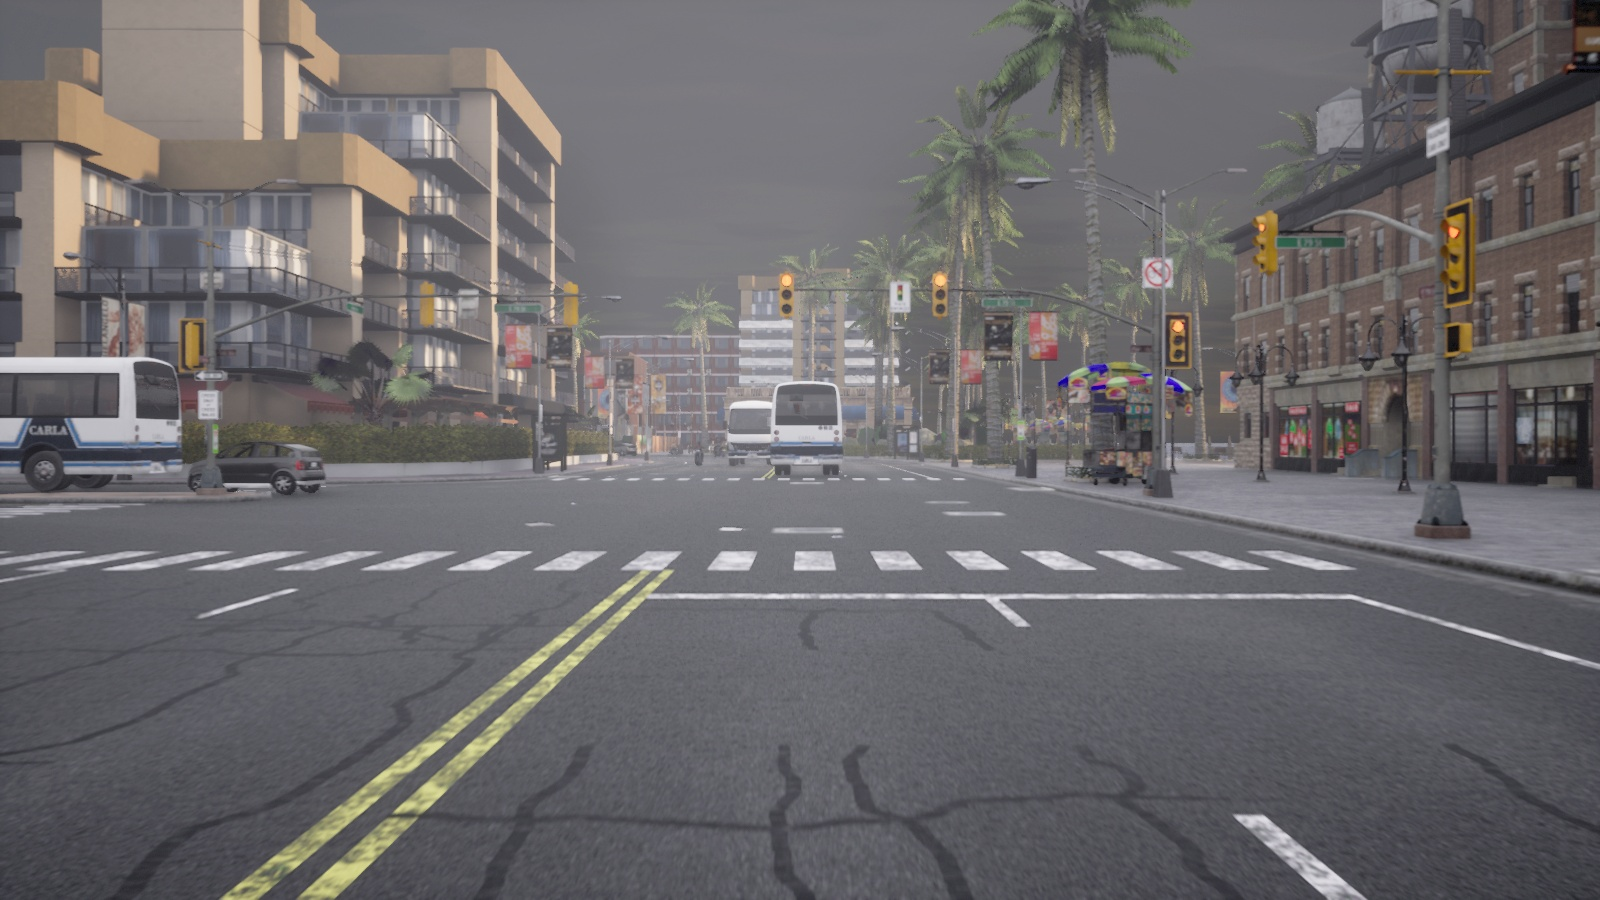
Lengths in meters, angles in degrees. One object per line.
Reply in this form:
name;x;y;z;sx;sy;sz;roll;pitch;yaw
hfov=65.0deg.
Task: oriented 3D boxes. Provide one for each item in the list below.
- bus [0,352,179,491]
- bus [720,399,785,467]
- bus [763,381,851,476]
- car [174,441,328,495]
bus;-26.013;-0.877;40.230;10.273;4.253;3.944;0;0;0
bus;-3.031;-1.103;83.442;3.944;4.253;10.273;0;0;0
bus;0.334;-0.975;61.219;3.944;4.253;10.273;0;0;0
car;-16.000;0.505;36.687;3.705;1.549;1.789;0;0;5
